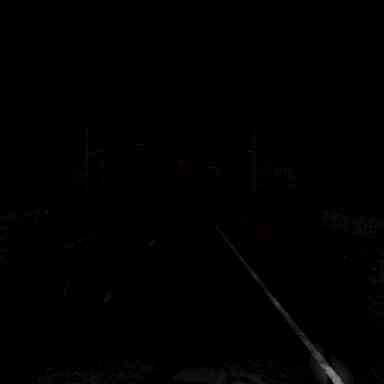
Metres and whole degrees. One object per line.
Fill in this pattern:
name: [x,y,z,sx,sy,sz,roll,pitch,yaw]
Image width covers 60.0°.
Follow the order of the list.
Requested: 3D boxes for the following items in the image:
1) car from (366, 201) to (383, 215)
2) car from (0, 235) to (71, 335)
car: [20.598,1.653,34.547,4.674,1.442,1.812,0,0,2]
car: [-3.609,1.555,5.804,1.812,1.442,4.674,0,0,0]
